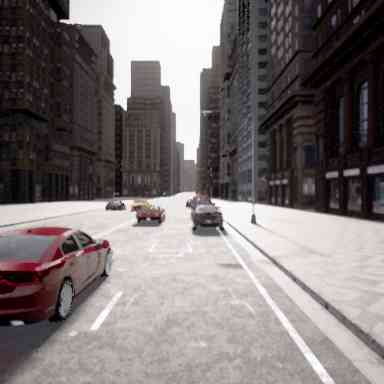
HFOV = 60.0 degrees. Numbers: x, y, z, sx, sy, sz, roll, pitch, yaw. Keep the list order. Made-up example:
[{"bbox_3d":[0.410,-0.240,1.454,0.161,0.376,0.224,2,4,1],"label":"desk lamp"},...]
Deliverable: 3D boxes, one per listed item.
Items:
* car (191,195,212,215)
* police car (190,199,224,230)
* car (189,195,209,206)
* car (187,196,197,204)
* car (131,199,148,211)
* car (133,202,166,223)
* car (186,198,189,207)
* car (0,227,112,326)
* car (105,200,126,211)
[{"bbox_3d":[0.971,1.363,37.547,2.150,2.045,5.566,0,0,0],"label":"car"},{"bbox_3d":[0.972,1.500,21.625,1.930,1.638,5.238,0,0,0],"label":"police car"},{"bbox_3d":[0.971,1.464,31.486,2.097,1.767,4.553,0,0,0],"label":"car"},{"bbox_3d":[-0.008,1.706,72.825,2.128,1.511,4.902,0,0,0],"label":"car"},{"bbox_3d":[-6.593,1.637,42.603,1.882,1.535,5.008,0,0,0],"label":"car"},{"bbox_3d":[-3.153,1.694,26.377,1.895,1.301,4.718,0,0,0],"label":"car"},{"bbox_3d":[-0.005,1.780,54.780,1.994,1.385,4.181,0,0,0],"label":"car"},{"bbox_3d":[-3.152,1.502,7.287,1.882,1.535,5.008,0,0,0],"label":"car"},{"bbox_3d":[-9.842,1.726,43.101,1.994,1.385,4.181,0,0,0],"label":"car"}]
